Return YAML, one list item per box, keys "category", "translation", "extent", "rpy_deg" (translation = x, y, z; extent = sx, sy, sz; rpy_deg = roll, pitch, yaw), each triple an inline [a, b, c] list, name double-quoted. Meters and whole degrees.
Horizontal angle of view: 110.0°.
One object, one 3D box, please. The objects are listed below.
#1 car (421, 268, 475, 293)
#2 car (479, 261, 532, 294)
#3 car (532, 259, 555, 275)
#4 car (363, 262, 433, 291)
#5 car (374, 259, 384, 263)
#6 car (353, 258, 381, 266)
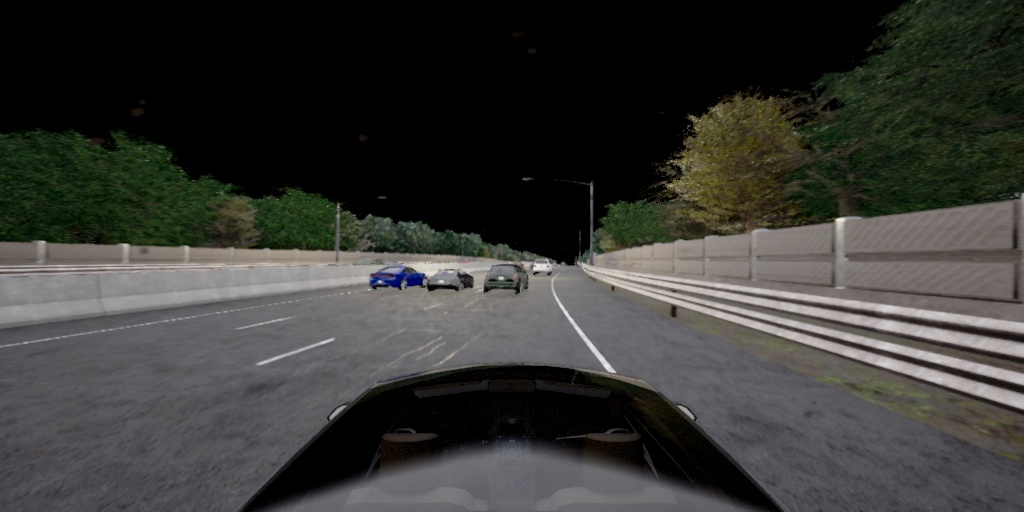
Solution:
- category: "car"
  translation: [-3.684, 1.451, 22.347]
  extent: [1.994, 1.385, 4.181]
  rpy_deg: [0, -1, 10]
- category: "car"
  translation: [-0.237, 1.258, 21.718]
  extent: [2.097, 1.767, 4.553]
  rpy_deg: [0, -1, 10]
- category: "car"
  translation: [4.054, 1.422, 46.624]
  extent: [2.150, 2.045, 5.566]
  rpy_deg: [0, -1, 10]
- category: "car"
  translation: [-7.134, 1.358, 22.956]
  extent: [1.882, 1.535, 5.008]
  rpy_deg: [0, -1, 10]
- category: "car"
  translation: [-16.717, 1.601, 50.056]
  extent: [1.837, 1.490, 4.892]
  rpy_deg: [0, -1, 10]
- category: "car"
  translation: [-20.170, 1.301, 50.581]
  extent: [2.150, 2.045, 5.566]
  rpy_deg: [0, -1, 10]
